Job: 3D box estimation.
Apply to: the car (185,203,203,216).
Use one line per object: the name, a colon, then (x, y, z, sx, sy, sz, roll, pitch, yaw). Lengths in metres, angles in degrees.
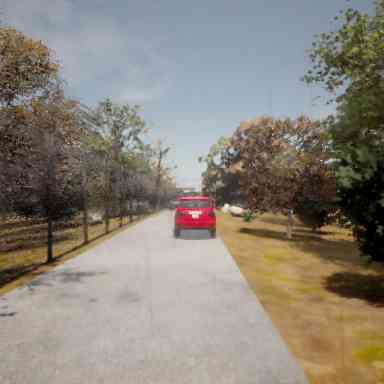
car: (0.222, 1.947, 37.342, 1.895, 1.301, 4.718, 0, -1, 0)

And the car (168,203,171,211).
car: (-2.580, 2.147, 51.570, 2.128, 1.511, 4.902, 0, -1, 1)

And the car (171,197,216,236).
car: (0.157, 1.308, 19.034, 2.150, 2.045, 5.566, 0, -1, 0)
